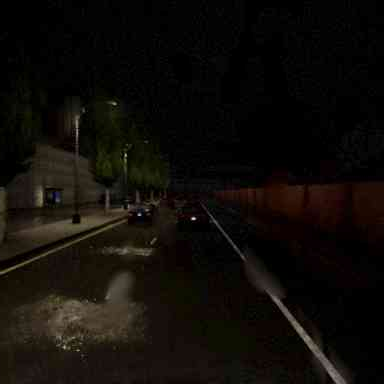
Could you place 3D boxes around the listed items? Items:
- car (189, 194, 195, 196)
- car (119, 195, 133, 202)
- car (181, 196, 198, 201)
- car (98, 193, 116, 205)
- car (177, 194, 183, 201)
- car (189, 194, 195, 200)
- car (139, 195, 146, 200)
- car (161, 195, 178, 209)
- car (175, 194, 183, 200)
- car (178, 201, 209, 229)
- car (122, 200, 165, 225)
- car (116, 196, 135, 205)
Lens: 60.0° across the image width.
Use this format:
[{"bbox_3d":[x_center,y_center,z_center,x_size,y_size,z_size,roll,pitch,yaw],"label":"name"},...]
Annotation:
[{"bbox_3d":[-0.017,1.519,82.794,1.994,1.385,4.181,0,0,0],"label":"car"},{"bbox_3d":[-15.016,1.509,75.886,2.033,1.411,5.357,0,0,0],"label":"car"},{"bbox_3d":[0.092,1.532,39.099,2.033,1.411,5.357,0,0,0],"label":"car"},{"bbox_3d":[-15.041,1.197,59.710,2.150,2.045,5.566,0,0,1],"label":"car"},{"bbox_3d":[-3.517,1.457,82.222,1.837,1.490,4.892,0,0,0],"label":"car"},{"bbox_3d":[-0.019,1.396,92.617,1.837,1.490,4.892,0,0,0],"label":"car"},{"bbox_3d":[-11.516,1.469,76.051,1.837,1.490,4.892,0,0,0],"label":"car"},{"bbox_3d":[-3.410,1.459,46.185,1.882,1.535,5.008,0,0,0],"label":"car"},{"bbox_3d":[-3.519,1.421,92.616,2.128,1.511,4.902,0,0,0],"label":"car"},{"bbox_3d":[0.095,1.555,21.805,1.994,1.385,4.181,0,0,0],"label":"car"},{"bbox_3d":[-3.406,1.538,24.168,2.033,1.411,5.357,0,0,0],"label":"car"},{"bbox_3d":[-11.551,1.468,59.922,2.128,1.511,4.902,0,0,1],"label":"car"}]
